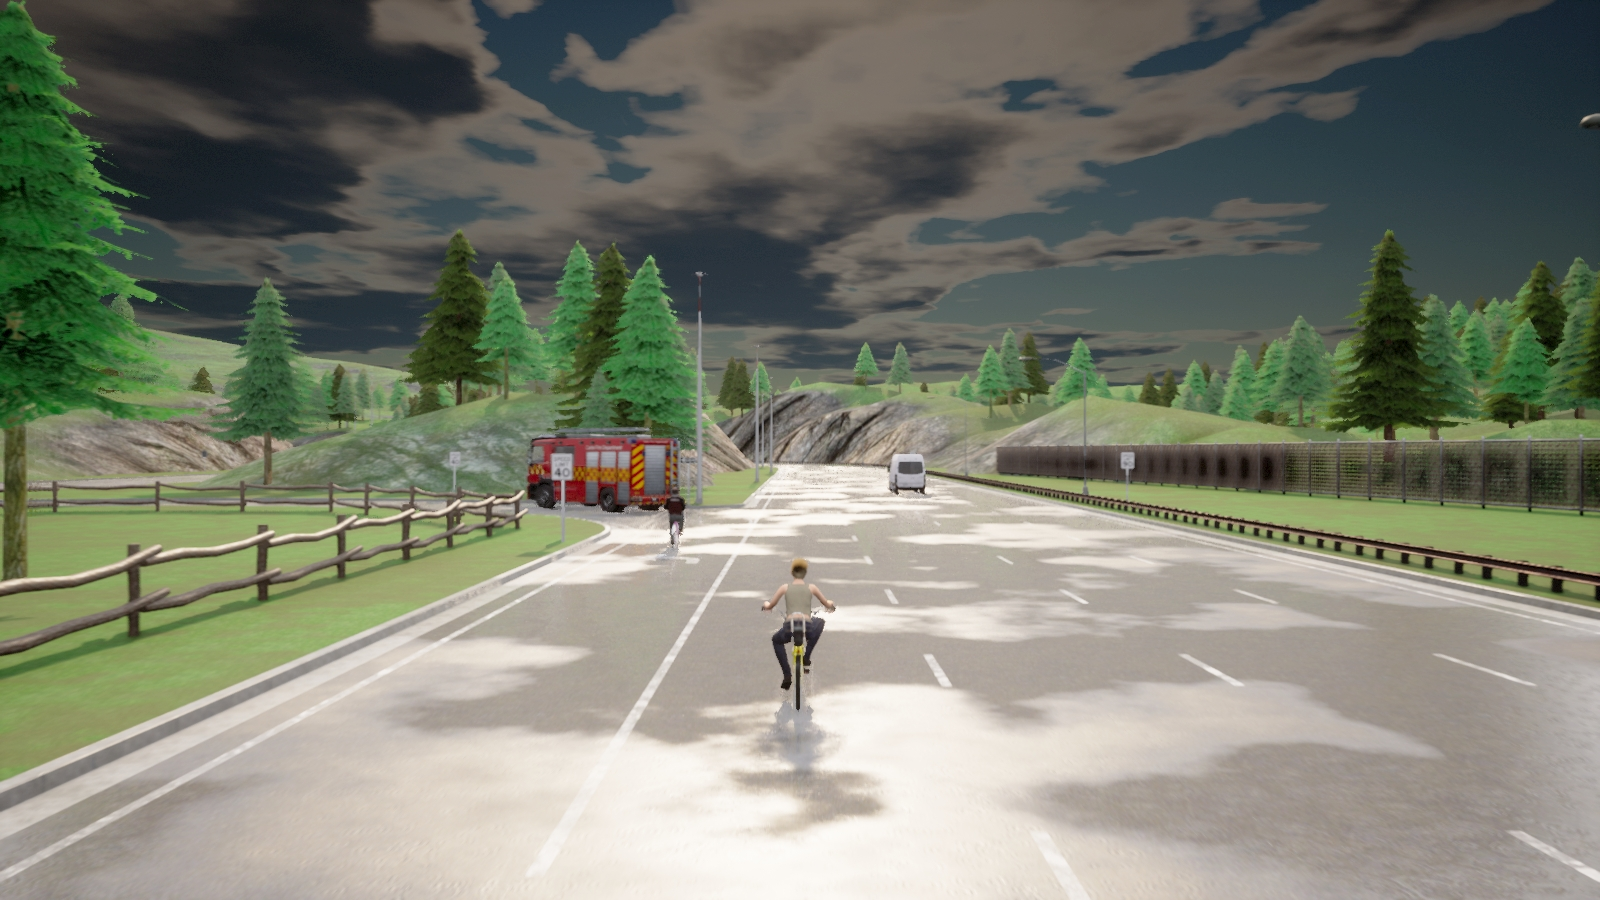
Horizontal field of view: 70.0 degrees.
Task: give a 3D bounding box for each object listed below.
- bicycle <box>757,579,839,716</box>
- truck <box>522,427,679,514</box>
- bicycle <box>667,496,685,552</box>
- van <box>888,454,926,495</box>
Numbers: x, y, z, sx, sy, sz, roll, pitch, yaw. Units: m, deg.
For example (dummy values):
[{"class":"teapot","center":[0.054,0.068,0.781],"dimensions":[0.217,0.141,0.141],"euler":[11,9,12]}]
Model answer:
[{"class":"bicycle","center":[-0.014,2.163,12.757],"dimensions":[0.859,1.276,1.487],"euler":[0,0,0]},{"class":"truck","center":[-9.621,0.910,54.303],"dimensions":[8.468,3.827,2.891],"euler":[0,0,44]},{"class":"bicycle","center":[-3.519,2.072,32.506],"dimensions":[0.329,1.471,1.835],"euler":[0,0,0]},{"class":"van","center":[6.992,1.562,75.155],"dimensions":[1.988,2.561,5.915],"euler":[0,0,0]}]
